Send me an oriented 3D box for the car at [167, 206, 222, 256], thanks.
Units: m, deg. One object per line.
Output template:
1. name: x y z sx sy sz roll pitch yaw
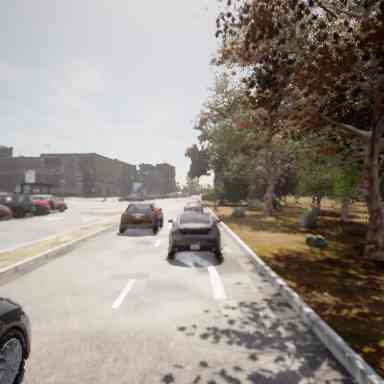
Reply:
1. car: 0.098 1.508 13.091 1.837 1.490 4.892 0 0 0

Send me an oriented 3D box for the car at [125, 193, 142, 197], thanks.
1. car: -14.471 1.439 76.039 4.792 1.488 2.163 -1 0 -15

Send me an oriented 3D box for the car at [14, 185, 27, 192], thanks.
1. car: -34.182 -0.357 66.962 2.435 2.045 5.566 6 -3 -19

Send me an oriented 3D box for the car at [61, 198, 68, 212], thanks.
1. car: -16.639 1.437 38.232 4.553 1.767 2.185 -1 0 -19

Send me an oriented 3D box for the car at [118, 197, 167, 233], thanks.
1. car: -2.900 1.370 20.032 2.097 1.767 4.553 0 0 0

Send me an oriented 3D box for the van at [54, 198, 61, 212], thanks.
1. van: -16.613 1.326 35.254 4.442 1.987 1.878 -1 0 -19

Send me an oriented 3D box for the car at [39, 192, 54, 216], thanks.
1. car: -16.728 1.293 32.218 5.566 2.045 2.435 -1 0 -20

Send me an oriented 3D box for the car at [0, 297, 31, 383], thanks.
1. car: -2.900 1.501 2.170 1.837 1.490 4.892 0 0 0

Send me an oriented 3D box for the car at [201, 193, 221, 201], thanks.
1. car: 4.638 1.229 81.611 4.553 1.767 2.185 1 0 -14

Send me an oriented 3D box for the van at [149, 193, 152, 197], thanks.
1. van: -13.270 1.185 85.024 4.442 1.987 1.878 -1 0 -14

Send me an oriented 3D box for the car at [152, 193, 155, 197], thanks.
1. car: -13.044 1.417 87.995 4.892 1.521 2.231 -1 0 -14

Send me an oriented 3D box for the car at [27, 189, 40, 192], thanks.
1. car: -31.188 0.206 66.902 2.002 1.452 4.674 6 -3 -19

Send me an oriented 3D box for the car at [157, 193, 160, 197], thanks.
1. car: -12.301 1.462 93.992 4.674 1.452 2.002 -1 0 -13

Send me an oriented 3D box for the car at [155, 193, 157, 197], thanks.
1. car: -12.672 1.458 90.990 4.674 1.452 2.002 -1 0 -13

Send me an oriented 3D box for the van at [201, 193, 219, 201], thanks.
1. van: 4.256 1.127 78.641 4.442 1.987 1.878 1 0 -14

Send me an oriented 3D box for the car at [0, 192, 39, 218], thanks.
1. car: -16.799 1.284 29.182 5.566 2.045 2.435 -1 0 -20

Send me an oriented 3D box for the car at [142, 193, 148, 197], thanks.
1. car: -13.827 1.399 79.032 5.366 1.575 1.946 -1 0 -15

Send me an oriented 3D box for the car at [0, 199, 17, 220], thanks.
1. car: -16.778 1.567 26.185 4.674 1.452 2.002 -1 0 -20

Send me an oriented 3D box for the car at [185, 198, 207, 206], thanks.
1. car: 0.147 1.595 30.800 2.033 1.411 5.357 0 0 0
